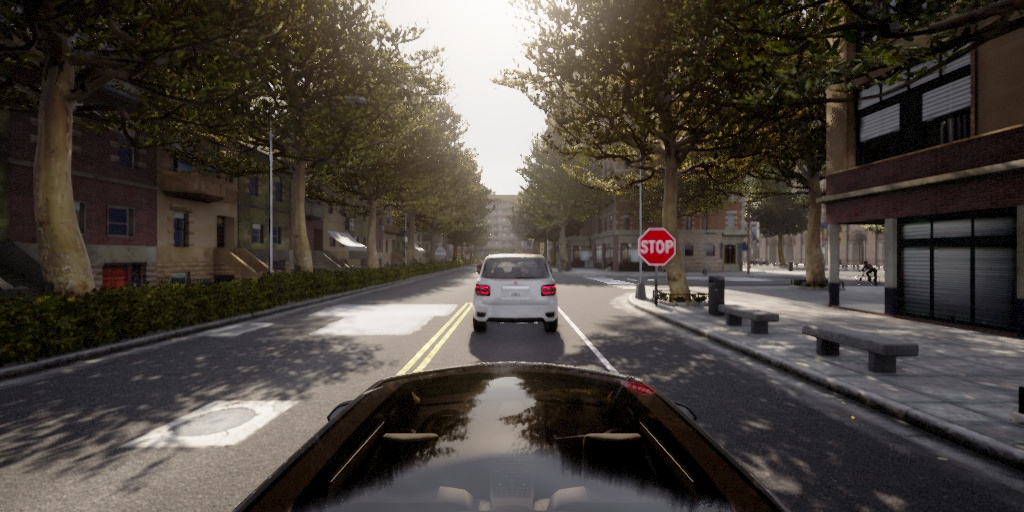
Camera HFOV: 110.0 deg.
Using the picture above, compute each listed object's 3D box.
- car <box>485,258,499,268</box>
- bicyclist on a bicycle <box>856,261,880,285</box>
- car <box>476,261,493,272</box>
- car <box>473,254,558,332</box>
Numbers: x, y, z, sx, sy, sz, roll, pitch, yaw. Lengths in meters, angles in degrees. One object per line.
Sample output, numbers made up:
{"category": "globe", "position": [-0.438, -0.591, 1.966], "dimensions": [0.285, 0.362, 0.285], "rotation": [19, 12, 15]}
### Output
{"category": "car", "position": [-3.537, 1.206, 62.772], "dimensions": [2.128, 1.511, 4.902], "rotation": [0, 0, 0]}
{"category": "bicyclist on a bicycle", "position": [24.773, 1.190, 24.959], "dimensions": [0.582, 1.620, 1.656], "rotation": [0, 0, -1]}
{"category": "car", "position": [-3.570, 1.324, 47.020], "dimensions": [1.895, 1.301, 4.718], "rotation": [0, 0, 0]}
{"category": "car", "position": [0.089, 0.966, 10.945], "dimensions": [2.150, 2.045, 5.566], "rotation": [0, 0, 0]}
